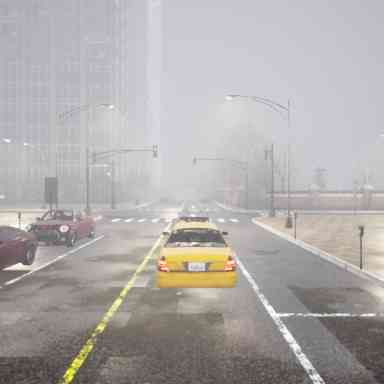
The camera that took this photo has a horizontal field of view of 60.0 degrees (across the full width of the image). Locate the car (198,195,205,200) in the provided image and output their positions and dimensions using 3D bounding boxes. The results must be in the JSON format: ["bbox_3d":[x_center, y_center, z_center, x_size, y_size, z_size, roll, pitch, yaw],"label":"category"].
[{"bbox_3d":[2.607,1.411,91.470,1.887,1.381,4.507,0,0,0],"label":"car"}]

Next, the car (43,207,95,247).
[{"bbox_3d":[-5.704,1.433,14.642,1.967,1.590,4.097,0,0,0],"label":"car"}]

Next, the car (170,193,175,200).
[{"bbox_3d":[-5.913,1.324,85.848,1.967,1.590,4.097,0,0,0],"label":"car"}]

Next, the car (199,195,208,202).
[{"bbox_3d":[2.622,1.454,74.788,1.887,1.381,4.507,0,0,0],"label":"car"}]

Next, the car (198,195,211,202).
[{"bbox_3d":[2.693,1.492,63.674,1.947,1.339,4.313,0,0,0],"label":"car"}]

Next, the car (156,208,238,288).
[{"bbox_3d":[0.090,1.454,9.150,1.801,1.575,5.366,0,0,0],"label":"car"}]

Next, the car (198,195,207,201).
[{"bbox_3d":[2.617,1.448,80.349,2.008,1.369,4.403,0,0,0],"label":"car"}]

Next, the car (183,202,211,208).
[{"bbox_3d":[0.098,1.535,19.413,2.033,1.411,5.357,0,0,0],"label":"car"}]

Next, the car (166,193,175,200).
[{"bbox_3d":[-5.917,1.181,91.407,2.192,1.841,5.009,0,0,0],"label":"car"}]

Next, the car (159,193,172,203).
[{"bbox_3d":[-5.899,1.485,69.165,1.947,1.339,4.313,0,0,0],"label":"car"}]

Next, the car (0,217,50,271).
[{"bbox_3d":[-5.699,1.579,8.949,1.802,1.307,4.206,0,0,0],"label":"car"}]
